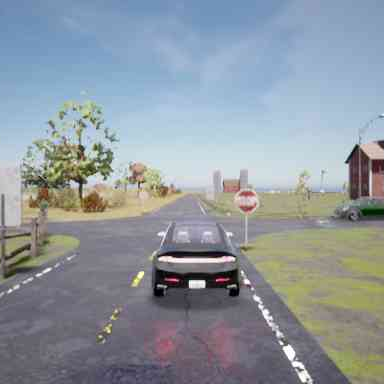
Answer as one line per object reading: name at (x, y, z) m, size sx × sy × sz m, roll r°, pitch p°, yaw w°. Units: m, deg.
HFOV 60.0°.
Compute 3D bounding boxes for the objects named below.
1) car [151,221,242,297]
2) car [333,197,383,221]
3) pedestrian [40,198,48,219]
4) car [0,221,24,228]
car at (0.092, 1.485, 8.549) m, size 2.128 × 1.511 × 4.902 m, roll 0°, pitch 0°, yaw 0°
car at (12.693, 1.123, 24.110) m, size 4.553 × 1.767 × 2.097 m, roll -1°, pitch 1°, yaw 0°
pedestrian at (-12.183, 1.397, 27.306) m, size 0.375 × 1.860 × 0.375 m, roll 0°, pitch 1°, yaw 0°
car at (-13.875, 1.717, 21.398) m, size 5.357 × 1.411 × 2.033 m, roll -1°, pitch 1°, yaw -1°
